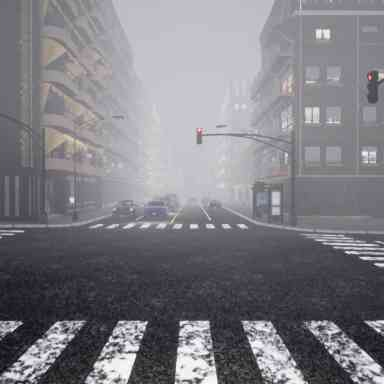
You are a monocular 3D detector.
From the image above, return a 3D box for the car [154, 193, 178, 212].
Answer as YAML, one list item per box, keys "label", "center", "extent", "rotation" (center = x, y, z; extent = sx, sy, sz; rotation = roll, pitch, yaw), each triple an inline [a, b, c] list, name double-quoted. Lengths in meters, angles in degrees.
- label: "car"
  center: [-3.114, 1.349, 38.913]
  extent: [2.097, 1.767, 4.553]
  rotation: [0, 0, 0]

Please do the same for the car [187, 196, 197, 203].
- label: "car"
  center: [0.051, 1.561, 69.704]
  extent: [1.994, 1.385, 4.181]
  rotation: [0, 0, 0]

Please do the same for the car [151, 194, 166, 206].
- label: "car"
  center: [-5.733, 1.312, 57.395]
  extent: [2.192, 1.841, 5.009]
  rotation: [0, 0, 0]

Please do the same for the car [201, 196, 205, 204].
- label: "car"
  center: [2.656, 1.542, 46.118]
  extent: [1.887, 1.381, 4.507]
  rotation: [0, 0, 0]

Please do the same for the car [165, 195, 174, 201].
- label: "car"
  center: [-5.751, 1.546, 85.590]
  extent: [2.008, 1.369, 4.403]
  rotation: [0, 0, 0]

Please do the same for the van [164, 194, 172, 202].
- label: "van"
  center: [-5.748, 1.337, 79.951]
  extent: [1.690, 1.788, 3.998]
  rotation: [0, 0, 0]

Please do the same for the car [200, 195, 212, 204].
- label: "car"
  center: [2.644, 1.437, 63.035]
  extent: [1.967, 1.590, 4.097]
  rotation: [0, 0, 0]

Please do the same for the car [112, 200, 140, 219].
- label: "car"
  center: [-5.713, 1.438, 29.202]
  extent: [1.967, 1.590, 4.097]
  rotation: [0, 0, 0]

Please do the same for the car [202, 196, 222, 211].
- label: "car"
  center: [2.660, 1.548, 40.480]
  extent: [2.008, 1.369, 4.403]
  rotation: [0, 0, 0]

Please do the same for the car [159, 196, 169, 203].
- label: "car"
  center: [-5.740, 1.522, 68.503]
  extent: [1.752, 1.417, 4.829]
  rotation: [0, 0, 0]

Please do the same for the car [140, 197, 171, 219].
- label: "car"
  center: [-3.108, 1.475, 29.285]
  extent: [1.882, 1.535, 5.008]
  rotation: [0, 0, -1]
